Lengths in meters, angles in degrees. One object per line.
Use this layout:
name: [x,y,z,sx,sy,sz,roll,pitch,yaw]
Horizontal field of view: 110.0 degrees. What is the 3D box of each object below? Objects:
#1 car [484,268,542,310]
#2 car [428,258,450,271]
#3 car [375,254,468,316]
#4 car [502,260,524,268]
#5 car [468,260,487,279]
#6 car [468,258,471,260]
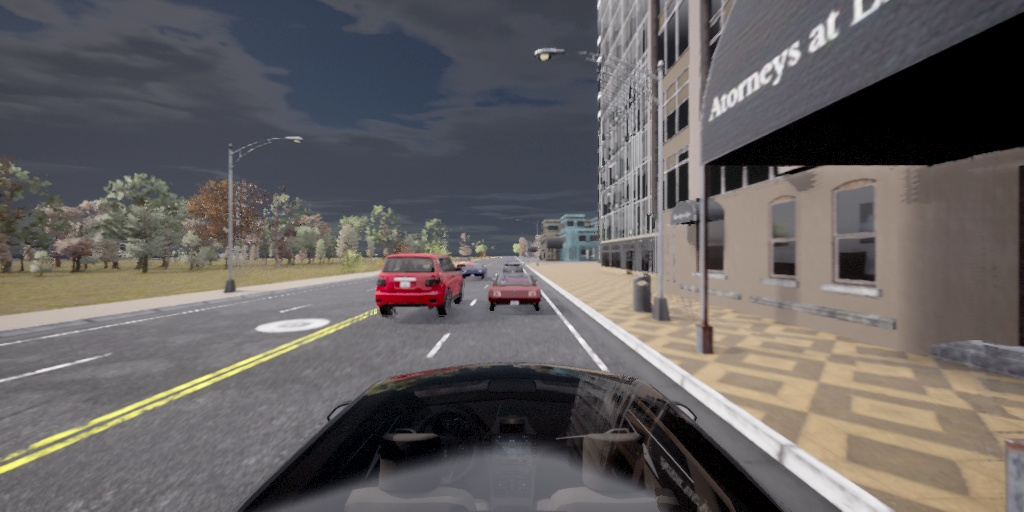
car: [0.094,1.320,14.488,1.895,1.301,4.718,0,0,0]
car: [-9.791,1.111,48.455,1.882,1.535,5.008,0,0,0]
car: [-3.155,0.942,13.269,2.150,2.045,5.566,0,0,0]
car: [0.094,1.161,34.276,2.128,1.511,4.902,0,0,0]
car: [-3.155,1.279,31.014,1.895,1.301,4.718,0,0,0]
car: [-6.536,0.984,48.660,2.097,1.767,4.553,0,0,0]
